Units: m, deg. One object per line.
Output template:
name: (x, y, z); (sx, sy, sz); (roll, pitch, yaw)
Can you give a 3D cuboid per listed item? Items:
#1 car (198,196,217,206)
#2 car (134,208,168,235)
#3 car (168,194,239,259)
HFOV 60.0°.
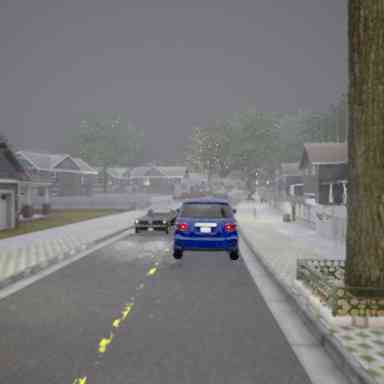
car: (2.410, 1.321, 50.512); (2.033, 1.411, 5.357); (0, 1, 11)
car: (-1.938, 1.603, 19.144); (1.895, 1.301, 4.718); (0, 0, 5)
car: (0.565, 1.237, 12.825); (2.150, 2.045, 5.566); (0, 0, 3)
